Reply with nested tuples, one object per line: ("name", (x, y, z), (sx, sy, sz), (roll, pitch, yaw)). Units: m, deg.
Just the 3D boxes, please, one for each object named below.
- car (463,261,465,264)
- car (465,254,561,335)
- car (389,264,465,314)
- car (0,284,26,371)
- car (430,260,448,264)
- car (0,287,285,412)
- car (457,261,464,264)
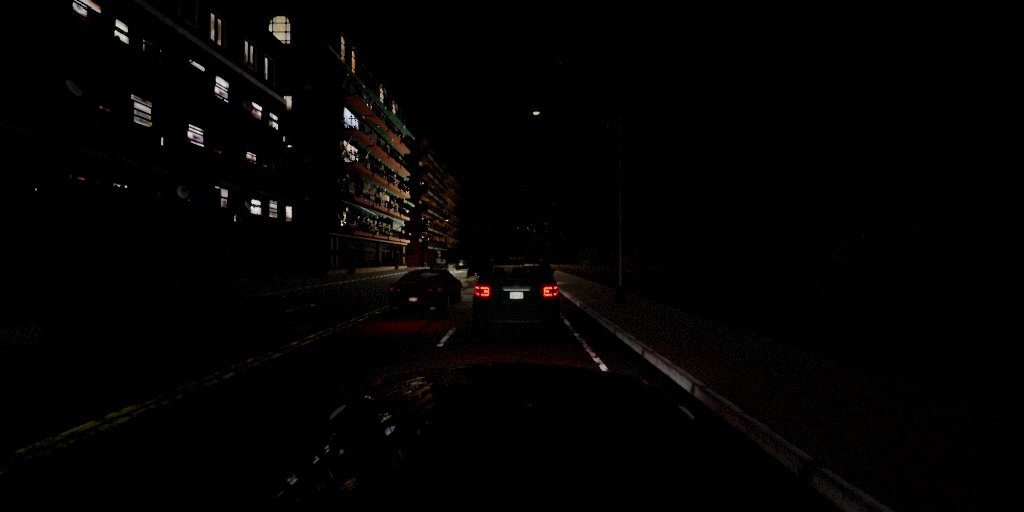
("car", (-3.064, 1.258, 33.319), (1.837, 1.490, 4.892), (0, 0, 0))
("car", (0.118, 0.973, 10.704), (2.150, 2.045, 5.566), (0, 0, 0))
("car", (-3.118, 1.229, 13.797), (1.882, 1.535, 5.008), (0, 0, 0))
("car", (-9.846, 1.255, 4.140), (1.837, 1.490, 4.892), (0, 0, 0))
("car", (-9.721, 1.242, 47.786), (2.128, 1.511, 4.902), (0, 0, 0))
("car", (-6.589, 1.298, 6.560), (2.033, 1.411, 5.357), (0, 0, 0))
("car", (-6.469, 1.315, 48.571), (1.994, 1.385, 4.181), (0, 0, 0))
